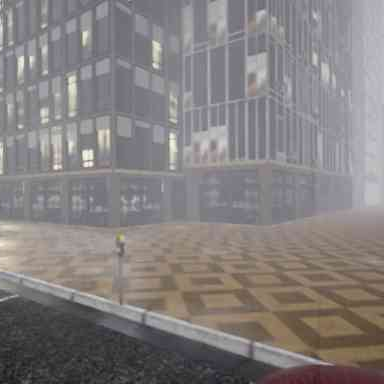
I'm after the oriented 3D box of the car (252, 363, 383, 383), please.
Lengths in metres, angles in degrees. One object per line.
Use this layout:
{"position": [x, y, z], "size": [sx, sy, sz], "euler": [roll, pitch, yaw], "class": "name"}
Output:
{"position": [2.093, 1.587, 1.392], "size": [4.206, 1.307, 1.802], "euler": [0, 0, 36], "class": "car"}
